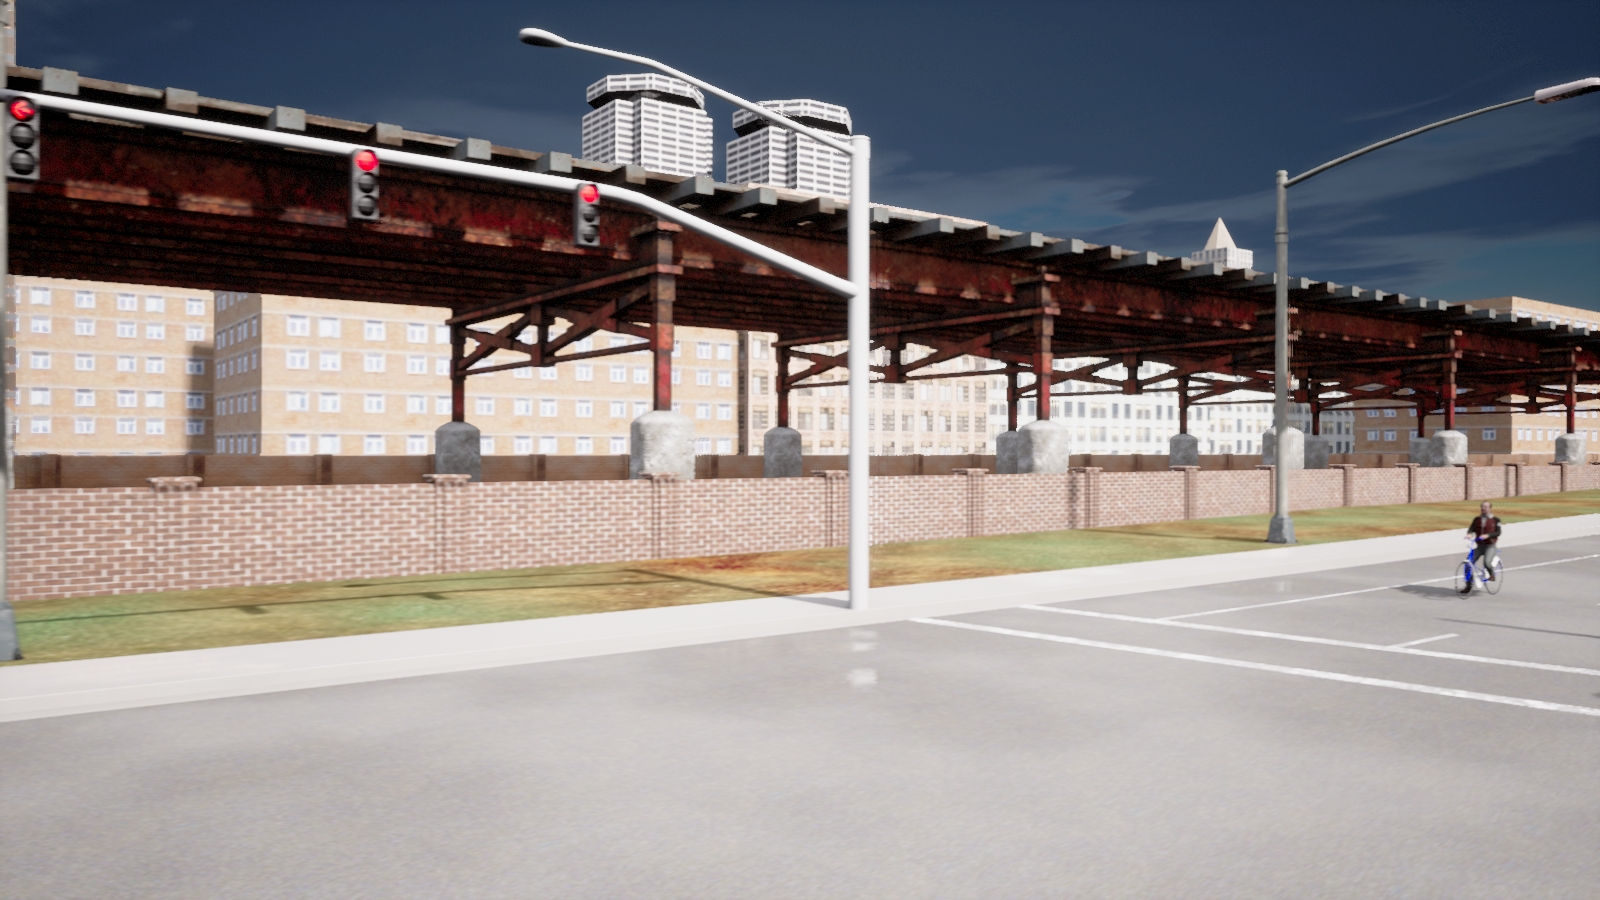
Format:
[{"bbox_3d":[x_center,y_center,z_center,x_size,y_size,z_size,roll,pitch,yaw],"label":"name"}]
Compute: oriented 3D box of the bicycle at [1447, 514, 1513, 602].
[{"bbox_3d":[12.572,1.962,21.118,1.835,1.496,0.329,0,0,-35],"label":"bicycle"}]
